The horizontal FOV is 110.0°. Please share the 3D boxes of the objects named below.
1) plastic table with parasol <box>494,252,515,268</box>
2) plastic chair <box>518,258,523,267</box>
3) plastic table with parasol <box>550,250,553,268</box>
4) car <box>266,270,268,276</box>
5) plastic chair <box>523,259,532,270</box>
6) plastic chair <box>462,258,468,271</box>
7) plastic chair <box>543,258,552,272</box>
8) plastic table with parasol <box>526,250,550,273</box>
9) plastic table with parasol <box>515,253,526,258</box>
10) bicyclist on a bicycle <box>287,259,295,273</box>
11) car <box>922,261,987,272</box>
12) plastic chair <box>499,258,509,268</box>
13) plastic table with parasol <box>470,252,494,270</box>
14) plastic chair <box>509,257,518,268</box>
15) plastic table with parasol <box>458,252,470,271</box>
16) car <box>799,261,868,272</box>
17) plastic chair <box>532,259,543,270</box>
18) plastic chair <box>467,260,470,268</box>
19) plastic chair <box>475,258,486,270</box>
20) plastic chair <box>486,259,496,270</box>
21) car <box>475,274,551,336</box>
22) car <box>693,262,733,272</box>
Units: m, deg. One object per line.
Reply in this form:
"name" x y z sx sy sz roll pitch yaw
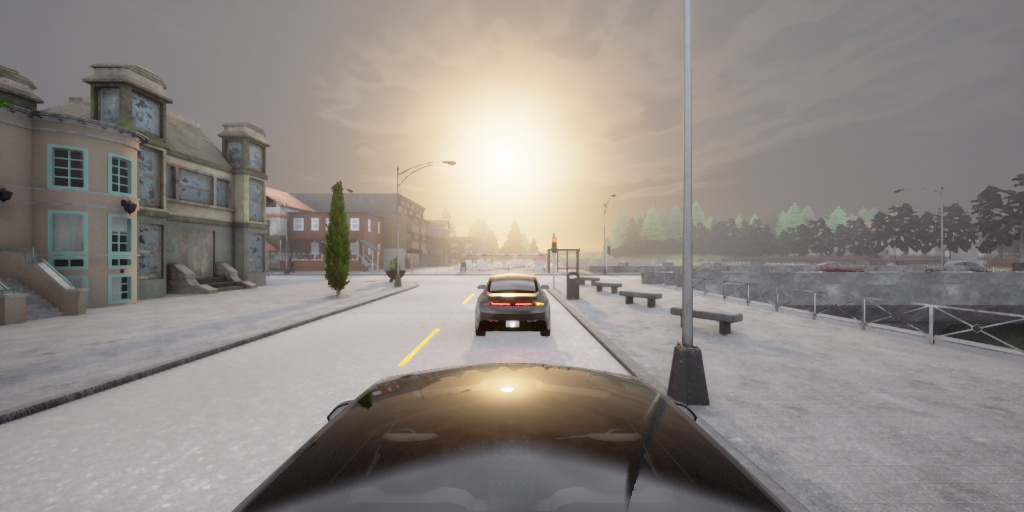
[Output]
"plastic table with parasol" -1.206 0.675 57.744 2.482 2.480 2.482 0 0 0
"plastic chair" 1.047 1.279 64.176 0.750 1.272 0.730 0 0 -1
"plastic table with parasol" 4.994 0.675 58.644 2.482 2.480 2.482 0 0 0
"car" -23.577 1.275 30.762 4.674 1.442 1.812 0 0 0
"plastic chair" 2.243 1.279 50.044 0.730 1.272 0.750 0 0 0
"plastic chair" -7.053 1.279 56.176 0.750 1.272 0.730 0 0 -1
"plastic chair" 4.843 1.279 49.844 0.730 1.272 0.750 0 0 0
"plastic table with parasol" 3.583 0.675 50.014 2.482 2.480 2.482 0 0 0
"plastic table with parasol" 1.164 0.675 65.354 2.482 2.480 2.482 0 0 0
"bicyclist on a bicycle" -24.188 1.099 39.139 0.582 1.620 1.656 0 0 0
"car" 43.022 1.257 34.906 4.892 1.490 1.837 1 0 1
"plastic chair" -1.256 1.279 56.544 0.750 1.272 0.730 0 0 0
"plastic table with parasol" -4.237 0.675 50.764 2.482 2.480 2.482 0 0 0
"plastic chair" 0.144 1.279 57.644 0.730 1.272 0.750 0 0 0
"plastic table with parasol" -7.126 0.675 57.355 2.482 2.480 2.482 0 0 0
"car" 27.560 1.227 30.759 5.008 1.535 1.882 0 0 0
"plastic chair" 3.443 1.279 48.744 0.750 1.272 0.730 0 0 0
"plastic chair" -5.557 1.279 50.844 0.730 1.272 0.750 0 0 0
"plastic chair" -4.357 1.279 49.544 0.750 1.272 0.730 0 0 0
"plastic chair" -2.957 1.279 50.644 0.730 1.272 0.750 0 0 0
"car" 0.035 1.255 10.345 1.837 1.490 4.892 0 0 1
"car" 19.546 1.313 34.947 4.181 1.385 1.994 0 0 0
